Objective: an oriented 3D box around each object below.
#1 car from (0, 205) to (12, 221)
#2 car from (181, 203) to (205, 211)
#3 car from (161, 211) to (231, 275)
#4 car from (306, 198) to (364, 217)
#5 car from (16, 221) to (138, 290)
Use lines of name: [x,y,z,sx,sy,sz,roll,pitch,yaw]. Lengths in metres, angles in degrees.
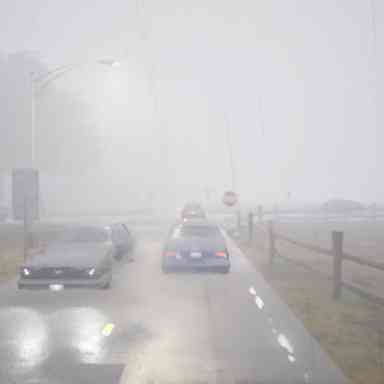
car: [-17.657,1.460,26.952,5.566,2.045,2.150,-1,1,0]
car: [0.086,1.585,28.087,1.994,1.385,4.181,-1,0,0]
car: [0.092,1.557,10.449,2.033,1.411,5.357,0,0,0]
car: [12.714,1.365,29.712,4.892,1.490,1.837,-1,1,0]
car: [-2.750,1.555,9.413,2.033,1.411,5.357,0,0,0]
